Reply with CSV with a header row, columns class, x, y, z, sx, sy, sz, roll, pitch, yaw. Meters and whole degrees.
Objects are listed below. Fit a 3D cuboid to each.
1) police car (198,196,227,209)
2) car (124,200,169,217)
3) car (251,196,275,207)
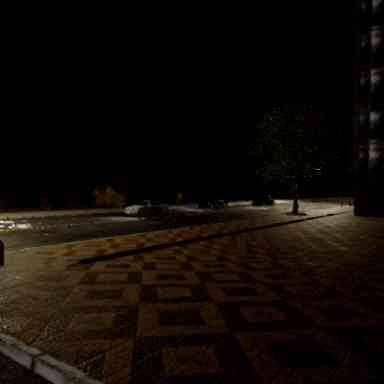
class,x,y,z,sx,sy,sz,roll,pitch,yaw
police car,2.757,1.289,44.254,1.930,1.638,5.238,1,1,38
car,-4.084,1.457,30.472,1.812,1.442,4.674,1,1,38
car,10.456,1.413,48.818,1.837,1.490,4.892,1,0,39
